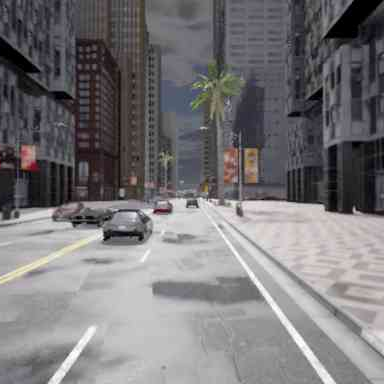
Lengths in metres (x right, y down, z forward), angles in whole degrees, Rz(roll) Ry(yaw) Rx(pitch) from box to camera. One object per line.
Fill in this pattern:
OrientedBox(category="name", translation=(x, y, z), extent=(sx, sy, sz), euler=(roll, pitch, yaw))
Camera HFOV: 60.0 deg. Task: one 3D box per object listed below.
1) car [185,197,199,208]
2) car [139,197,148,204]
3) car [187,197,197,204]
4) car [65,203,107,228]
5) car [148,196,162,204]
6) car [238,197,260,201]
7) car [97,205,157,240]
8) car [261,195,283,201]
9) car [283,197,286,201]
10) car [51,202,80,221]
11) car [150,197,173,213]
OrientedBox(category="car", translation=(0.057, 1.626, 51.820), extent=(1.837, 1.490, 4.892), euler=(0, 0, 0))
OrientedBox(category="car", translation=(-9.808, 1.783, 69.352), extent=(1.994, 1.385, 4.181), euler=(0, 0, 0))
OrientedBox(category="car", translation=(-0.059, 1.782, 71.024), extent=(2.128, 1.511, 4.902), euler=(0, -1, 0))
OrientedBox(category="car", translation=(-6.614, 1.628, 22.562), extent=(1.895, 1.301, 4.718), euler=(0, 0, 0))
OrientedBox(category="car", translation=(-6.572, 1.553, 63.900), extent=(2.097, 1.767, 4.553), euler=(0, 0, 0))
OrientedBox(category="car", translation=(15.241, 1.921, 89.315), extent=(4.206, 1.307, 1.802), euler=(0, -1, -1))
OrientedBox(category="car", translation=(-3.163, 1.579, 17.058), extent=(1.994, 1.385, 4.181), euler=(0, 0, 0))
OrientedBox(category="car", translation=(20.878, 1.630, 89.412), extent=(5.009, 1.841, 2.192), euler=(0, -1, -1))
OrientedBox(category="car", translation=(26.517, 1.860, 89.501), extent=(4.313, 1.339, 1.947), euler=(0, -1, -1))
OrientedBox(category="car", translation=(-9.864, 1.567, 27.394), extent=(1.812, 1.442, 4.674), euler=(0, 0, 0))
OrientedBox(category="car", translation=(-3.181, 1.628, 37.411), extent=(1.994, 1.385, 4.181), euler=(0, 0, 0))
